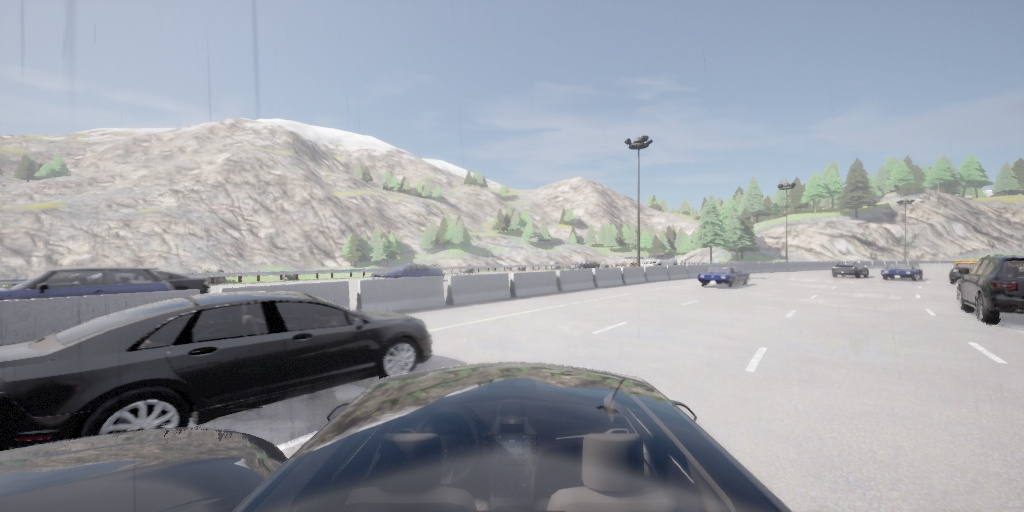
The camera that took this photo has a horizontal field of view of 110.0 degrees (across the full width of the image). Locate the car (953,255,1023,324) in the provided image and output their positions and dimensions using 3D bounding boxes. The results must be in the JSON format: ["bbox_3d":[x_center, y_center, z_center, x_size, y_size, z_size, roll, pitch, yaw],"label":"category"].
[{"bbox_3d":[15.836,0.973,11.056,2.150,2.045,5.566,0,0,45],"label":"car"}]

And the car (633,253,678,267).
[{"bbox_3d":[16.224,0.693,39.650,5.566,2.045,2.150,0,0,-38],"label":"car"}]

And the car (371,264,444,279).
[{"bbox_3d":[-7.742,1.297,27.142,2.033,1.411,5.357,0,0,43],"label":"car"}]

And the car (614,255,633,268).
[{"bbox_3d":[14.110,0.720,42.440,4.553,1.767,2.097,0,0,-38],"label":"car"}]

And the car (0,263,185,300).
[{"bbox_3d":[-12.770,1.102,10.318,2.097,1.767,4.553,0,0,38],"label":"car"}]

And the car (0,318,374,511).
[{"bbox_3d":[-2.981,1.255,0.452,4.892,1.490,1.837,0,0,-45],"label":"car"}]

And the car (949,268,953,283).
[{"bbox_3d":[33.624,1.241,26.246,4.902,1.511,2.128,0,0,-36],"label":"car"}]

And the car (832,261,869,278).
[{"bbox_3d":[31.387,1.241,33.249,4.902,1.511,2.128,0,0,-35],"label":"car"}]

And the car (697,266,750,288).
[{"bbox_3d":[14.279,1.351,24.031,4.718,1.301,1.895,0,0,-42],"label":"car"}]

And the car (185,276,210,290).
[{"bbox_3d":[-14.696,1.227,13.579,1.882,1.535,5.008,0,0,38],"label":"car"}]

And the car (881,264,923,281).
[{"bbox_3d":[32.321,1.351,29.641,4.718,1.301,1.895,0,0,-35],"label":"car"}]

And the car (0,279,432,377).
[{"bbox_3d":[-3.377,1.254,5.055,1.837,1.490,4.892,-1,-1,38],"label":"car"}]

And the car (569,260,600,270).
[{"bbox_3d":[9.765,1.254,47.929,4.902,1.511,2.128,0,0,-38],"label":"car"}]
